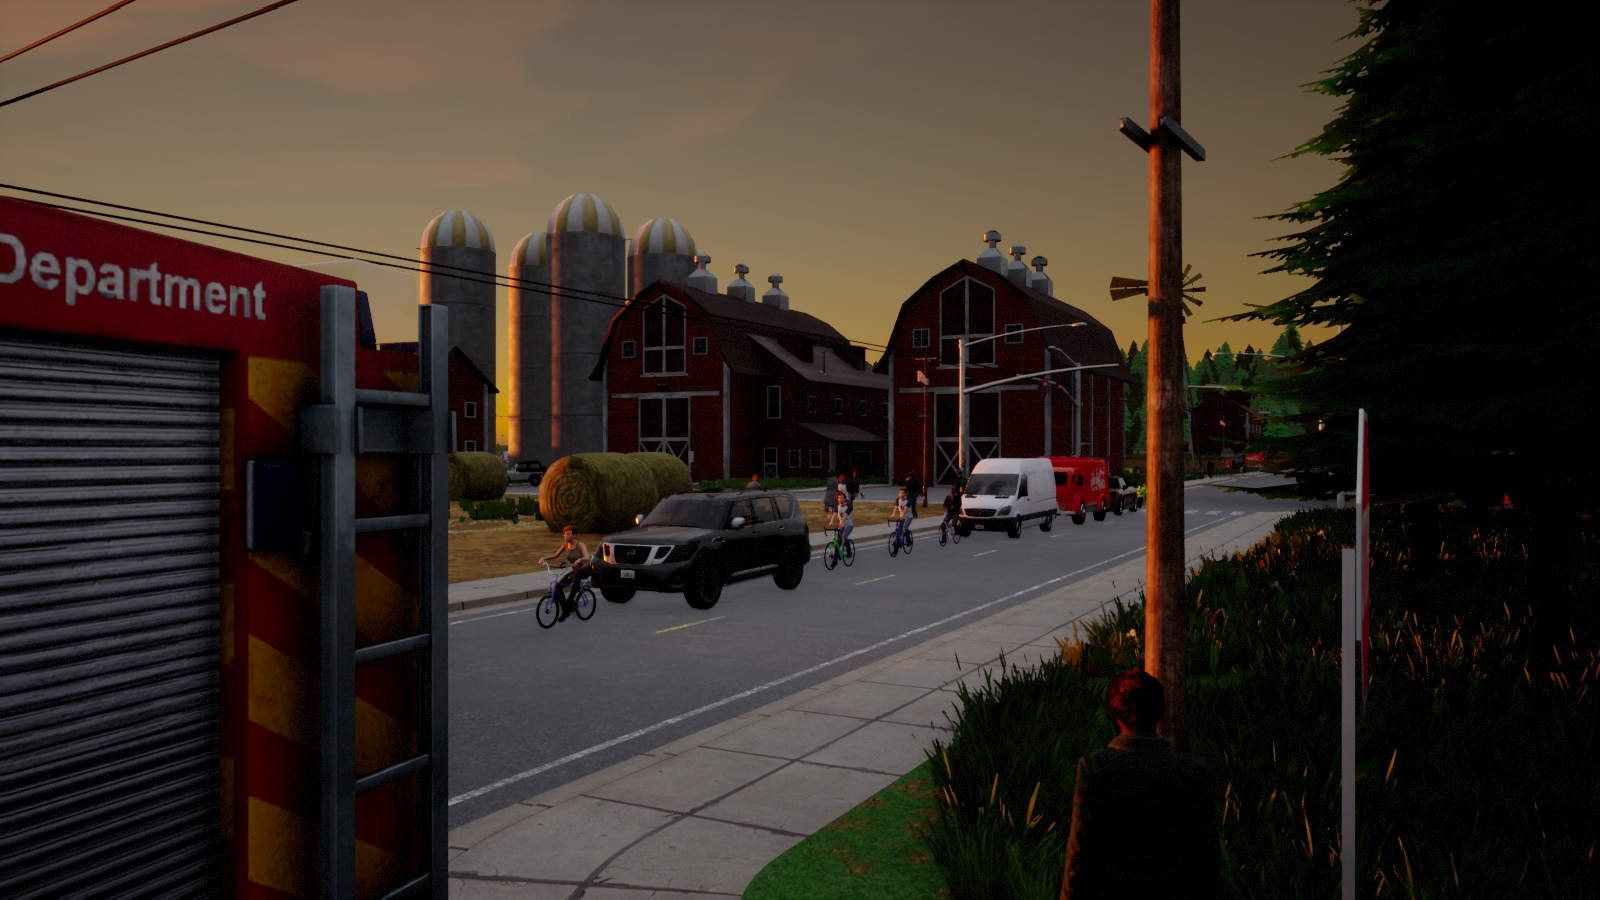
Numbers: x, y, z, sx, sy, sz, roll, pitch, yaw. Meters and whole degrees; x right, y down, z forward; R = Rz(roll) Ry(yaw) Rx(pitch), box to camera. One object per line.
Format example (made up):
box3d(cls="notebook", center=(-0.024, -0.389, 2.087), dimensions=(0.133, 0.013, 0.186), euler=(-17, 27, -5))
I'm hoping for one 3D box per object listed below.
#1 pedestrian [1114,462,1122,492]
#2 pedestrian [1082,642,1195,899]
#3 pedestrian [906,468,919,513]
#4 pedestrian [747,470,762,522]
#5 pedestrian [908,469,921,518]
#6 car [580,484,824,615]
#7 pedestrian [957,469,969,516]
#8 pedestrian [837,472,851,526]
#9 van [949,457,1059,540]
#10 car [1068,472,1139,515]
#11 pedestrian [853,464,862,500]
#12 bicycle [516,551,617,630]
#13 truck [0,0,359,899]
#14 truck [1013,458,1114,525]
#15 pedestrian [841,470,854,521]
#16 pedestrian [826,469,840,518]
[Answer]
box3d(cls="pedestrian", center=(19.758, 1.696, 70.950), dimensions=(0.375, 1.860, 0.375), euler=(0, 0, 28))
box3d(cls="pedestrian", center=(1.214, 1.663, 4.131), dimensions=(0.375, 1.860, 0.375), euler=(0, 0, 14))
box3d(cls="pedestrian", center=(4.695, 1.678, 47.709), dimensions=(0.375, 1.860, 0.375), euler=(0, 0, -38))
box3d(cls="pedestrian", center=(-1.651, 1.677, 41.457), dimensions=(0.375, 1.860, 0.375), euler=(0, 0, 33))
box3d(cls="pedestrian", center=(4.465, 1.694, 44.532), dimensions=(0.375, 1.860, 0.375), euler=(0, 0, 30))
box3d(cls="car", center=(-1.713, 1.779, 22.406), dimensions=(2.150, 2.045, 5.566), euler=(0, 0, 27))
box3d(cls="pedestrian", center=(6.538, 1.696, 45.863), dimensions=(0.375, 1.860, 0.375), euler=(0, 0, -8))
box3d(cls="pedestrian", center=(1.530, 1.688, 39.502), dimensions=(0.375, 1.860, 0.375), euler=(0, 0, 26))
box3d(cls="van", center=(7.054, 1.534, 38.933), dimensions=(1.988, 2.561, 5.915), euler=(0, 0, 28))
box3d(cls="car", center=(13.635, 1.903, 51.213), dimensions=(2.097, 1.767, 4.553), euler=(0, 0, 28))
box3d(cls="pedestrian", center=(3.010, 1.670, 60.023), dimensions=(0.375, 1.860, 0.375), euler=(0, 0, 24))
box3d(cls="bicycle", center=(-3.779, 2.256, 18.557), dimensions=(0.859, 1.080, 1.487), euler=(0, 0, 28))
box3d(cls="truck", center=(-5.944, 0.867, 3.836), dimensions=(8.468, 3.827, 2.891), euler=(0, 0, 19))
box3d(cls="truck", center=(10.539, 1.568, 45.363), dimensions=(2.627, 2.467, 5.204), euler=(0, 0, 28))
box3d(cls="pedestrian", center=(1.752, 1.681, 42.395), dimensions=(0.375, 1.860, 0.375), euler=(0, 0, 20))
box3d(cls="pedestrian", center=(1.276, 1.676, 43.851), dimensions=(0.375, 1.860, 0.375), euler=(0, 0, -43))
